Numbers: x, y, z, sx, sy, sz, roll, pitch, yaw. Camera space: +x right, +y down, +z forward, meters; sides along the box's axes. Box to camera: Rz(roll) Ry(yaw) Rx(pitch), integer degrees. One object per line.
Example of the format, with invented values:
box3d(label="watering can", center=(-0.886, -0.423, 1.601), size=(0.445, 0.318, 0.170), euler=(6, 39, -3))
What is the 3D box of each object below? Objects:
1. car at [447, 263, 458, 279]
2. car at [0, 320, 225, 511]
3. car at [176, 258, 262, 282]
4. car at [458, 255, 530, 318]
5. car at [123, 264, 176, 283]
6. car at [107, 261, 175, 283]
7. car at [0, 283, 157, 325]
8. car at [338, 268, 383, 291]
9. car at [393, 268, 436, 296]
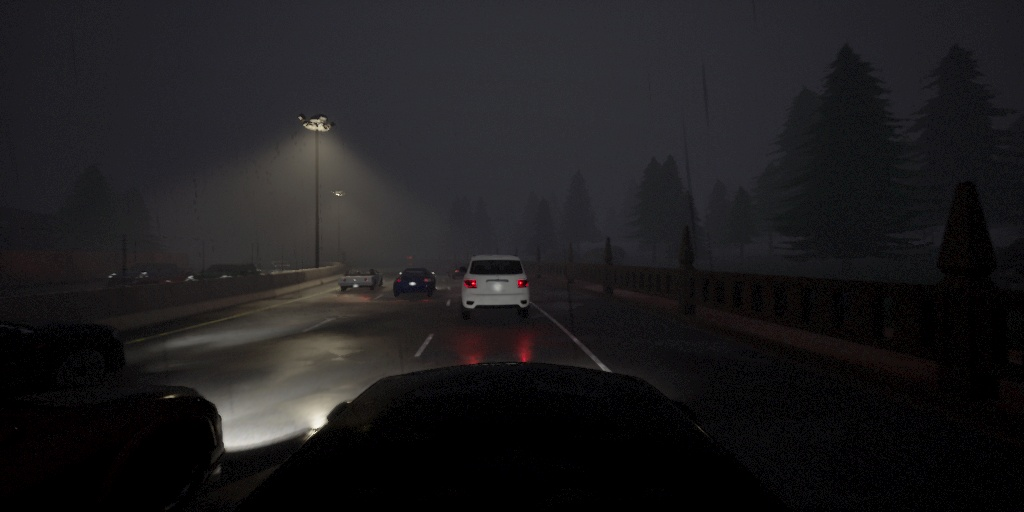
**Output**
box3d(label="car", center=(-4.794, 1.335, 32.911), size=(2.033, 1.411, 5.357), euler=(0, 0, -17))
box3d(label="car", center=(-3.562, 1.328, 1.465), size=(1.994, 1.385, 4.181), euler=(0, 0, 0))
box3d(label="car", center=(-16.310, 1.178, 20.543), size=(2.097, 1.767, 4.553), euler=(0, 0, -12))
box3d(label="car", center=(-0.725, 0.981, 13.223), size=(2.150, 2.045, 5.566), euler=(0, 0, -6))
box3d(label="car", center=(-20.030, 1.405, 21.304), size=(1.994, 1.385, 4.181), euler=(0, 0, -14))
box3d(label="car", center=(-24.322, 1.211, 24.056), size=(2.097, 1.767, 4.553), euler=(0, 0, -16))
box3d(label="car", center=(-7.080, 1.271, 3.690), size=(2.128, 1.511, 4.902), euler=(0, 0, -1))
box3d(label="car", center=(-9.315, 1.400, 22.466), size=(1.895, 1.301, 4.718), euler=(0, 0, -12))
box3d(label="car", center=(-5.267, 1.345, 19.752), size=(1.994, 1.385, 4.181), euler=(0, 0, -10))
